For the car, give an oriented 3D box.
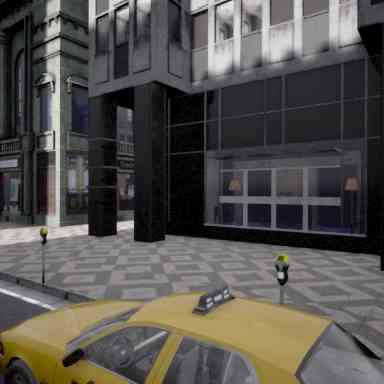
[{"bbox_3d":[-0.021,1.525,2.979,4.829,1.417,1.752,0,0,36],"label":"car"}]
